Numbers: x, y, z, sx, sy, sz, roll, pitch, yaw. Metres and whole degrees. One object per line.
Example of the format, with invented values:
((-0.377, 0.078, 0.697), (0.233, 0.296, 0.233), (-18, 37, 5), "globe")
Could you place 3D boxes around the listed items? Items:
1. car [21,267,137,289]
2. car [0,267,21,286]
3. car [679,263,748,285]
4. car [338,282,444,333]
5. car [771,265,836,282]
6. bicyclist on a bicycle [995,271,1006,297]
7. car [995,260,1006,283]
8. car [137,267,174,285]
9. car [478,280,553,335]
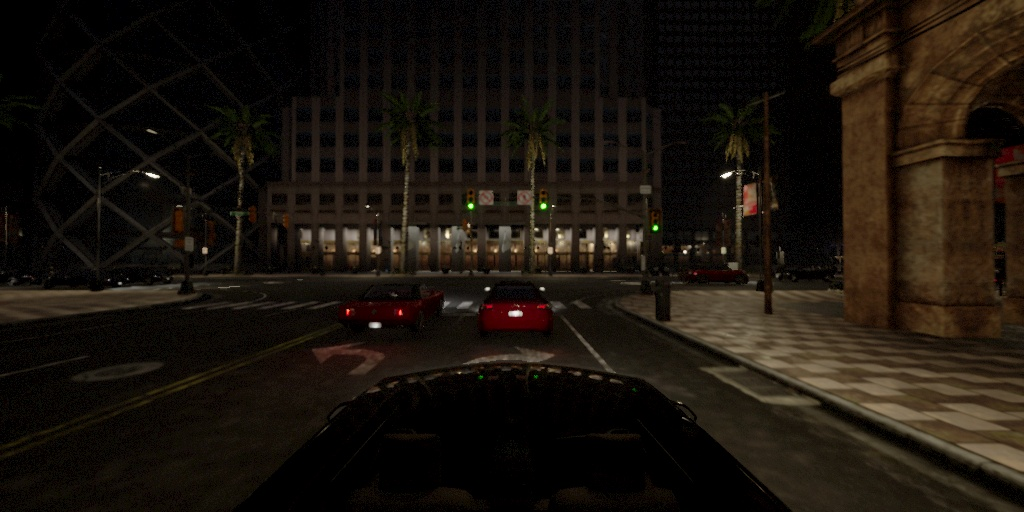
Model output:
((-30.990, 1.593, 25.808), (5.357, 1.411, 2.033), (0, -1, -3), "car")
((-39.528, 1.555, 27.484), (4.902, 1.511, 2.128), (1, -1, -20), "car")
((16.711, 1.439, 29.390), (4.553, 1.767, 2.097), (0, -1, 0), "car")
((-3.407, 1.467, 11.182), (1.895, 1.301, 4.718), (0, -1, 0), "car")
((26.912, 1.623, 33.056), (4.902, 1.511, 2.128), (0, -1, 0), "car")
((24.679, 1.256, 18.584), (0.582, 1.620, 1.656), (0, -1, 0), "bicyclist on a bicycle")
((42.274, 1.307, 29.295), (5.566, 2.045, 2.150), (0, -1, 0), "car")
((-30.452, 1.612, 29.186), (4.674, 1.442, 1.812), (0, -1, -4), "car")
((0.092, 1.425, 10.885), (1.994, 1.385, 4.181), (0, -1, 0), "car")
